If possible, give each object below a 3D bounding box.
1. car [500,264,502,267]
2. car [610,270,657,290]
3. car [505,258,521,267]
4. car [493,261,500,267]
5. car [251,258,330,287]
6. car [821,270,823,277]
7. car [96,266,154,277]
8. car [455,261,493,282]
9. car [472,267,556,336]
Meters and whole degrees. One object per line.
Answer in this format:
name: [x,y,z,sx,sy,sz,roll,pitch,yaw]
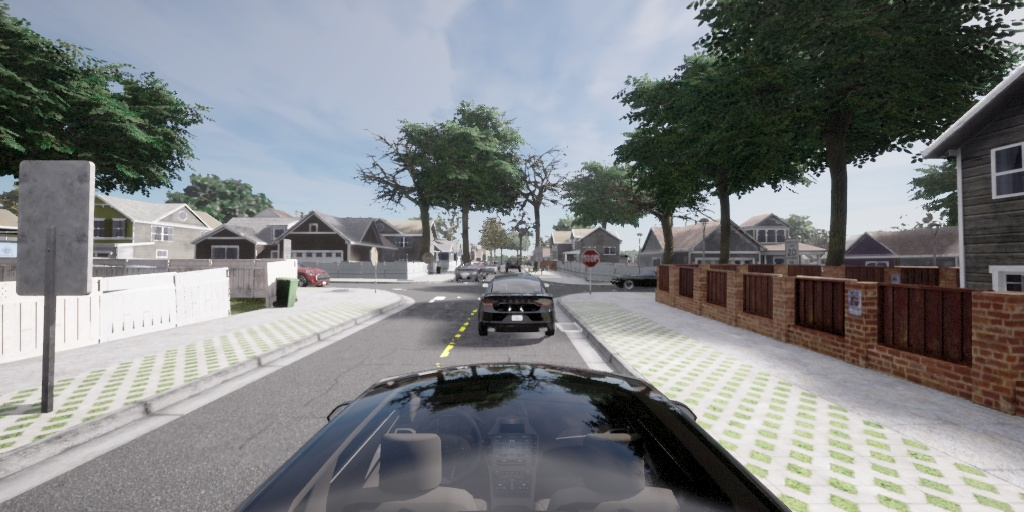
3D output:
car: [-2.704,1.568,55.870,1.837,1.490,4.892,0,-1,0]
car: [9.062,1.596,23.964,4.718,1.301,1.895,1,-1,-1]
car: [0.201,1.251,53.077,2.150,2.045,5.566,0,-1,0]
car: [-2.761,1.525,42.567,1.895,1.301,4.718,0,0,0]
car: [-13.021,0.934,20.710,4.553,1.767,2.097,1,-1,2]
car: [20.007,1.687,24.078,4.892,1.490,1.837,1,-1,-1]
car: [-22.961,0.949,20.685,4.892,1.490,1.837,1,-1,-1]
car: [-3.241,1.322,29.390,2.128,1.511,4.902,0,0,8]
car: [0.118,1.239,10.488,1.882,1.535,5.008,0,0,0]
